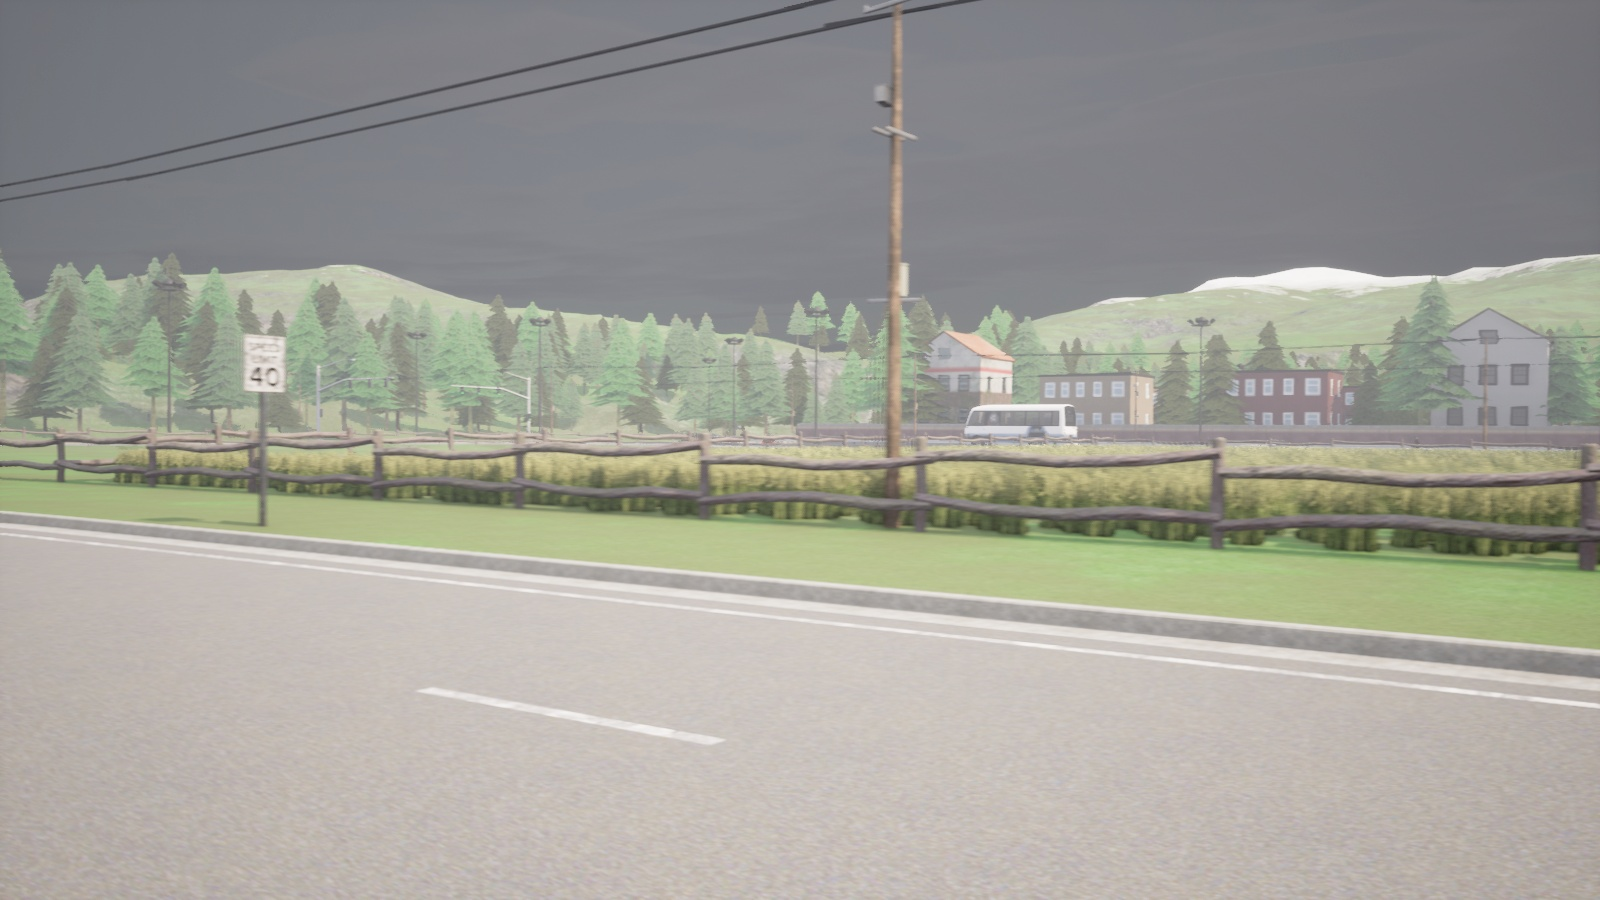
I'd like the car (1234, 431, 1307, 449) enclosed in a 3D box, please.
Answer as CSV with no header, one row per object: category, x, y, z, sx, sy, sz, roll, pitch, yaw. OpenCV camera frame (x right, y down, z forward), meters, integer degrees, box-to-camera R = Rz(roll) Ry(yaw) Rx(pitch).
car,34.611,-0.742,92.448,4.718,1.301,1.895,0,1,34
